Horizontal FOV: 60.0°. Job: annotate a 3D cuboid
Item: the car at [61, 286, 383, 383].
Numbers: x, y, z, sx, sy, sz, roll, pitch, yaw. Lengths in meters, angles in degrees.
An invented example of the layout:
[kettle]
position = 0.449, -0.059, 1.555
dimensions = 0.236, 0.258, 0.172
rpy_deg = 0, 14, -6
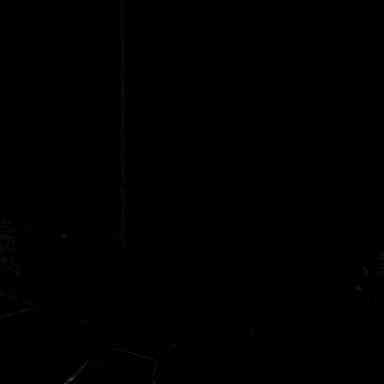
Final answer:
[car]
position = 0.829, 1.444, 2.254
dimensions = 4.097, 1.590, 1.967
rpy_deg = 0, 0, 35
